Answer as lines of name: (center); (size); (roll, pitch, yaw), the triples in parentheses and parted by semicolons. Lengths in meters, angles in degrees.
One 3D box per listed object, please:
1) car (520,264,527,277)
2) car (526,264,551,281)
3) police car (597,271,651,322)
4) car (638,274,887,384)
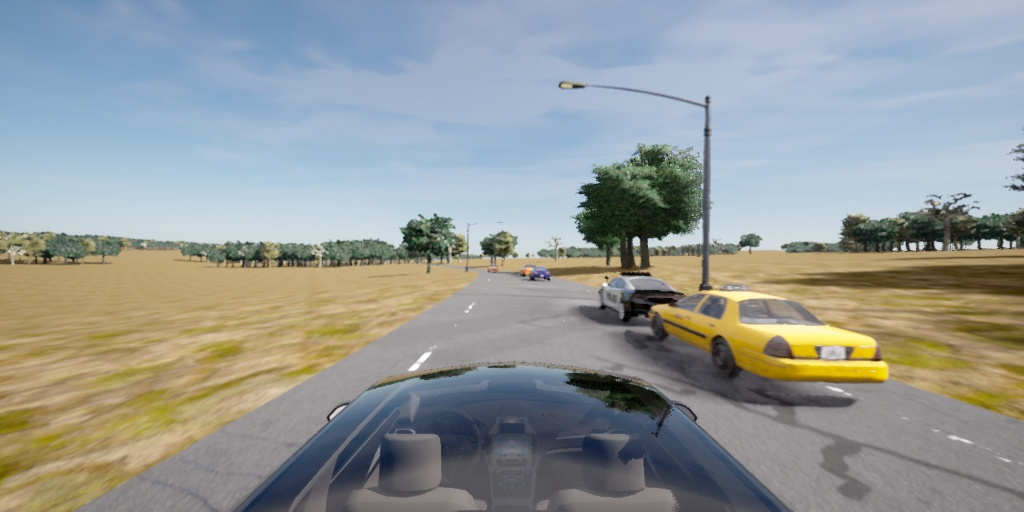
car: (2.339, 1.908, 48.540); (2.097, 1.767, 4.553); (1, -2, -5)
car: (2.925, 1.862, 38.356); (1.812, 1.442, 4.674); (1, -1, -3)
police car: (4.604, 1.411, 13.591); (1.930, 1.638, 5.238); (1, -1, 0)
car: (4.574, 1.372, 7.637); (1.801, 1.575, 5.366); (1, -1, 1)
